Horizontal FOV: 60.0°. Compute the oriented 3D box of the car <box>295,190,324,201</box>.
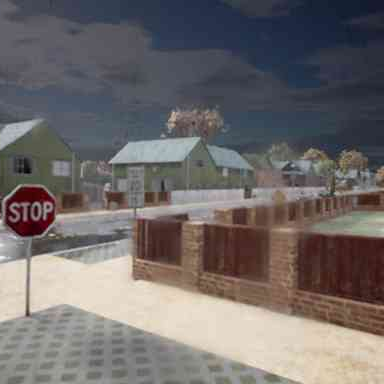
[{"bbox_3d":[14.304,0.825,40.784,1.895,1.301,4.718,2,2,36],"label":"car"}]

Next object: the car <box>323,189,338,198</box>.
[{"bbox_3d":[19.875,0.398,48.757,2.097,1.767,4.553,2,2,35],"label":"car"}]

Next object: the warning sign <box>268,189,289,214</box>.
[{"bbox_3d":[6.698,0.722,25.725,1.300,1.860,1.060,1,1,35],"label":"warning sign"}]
